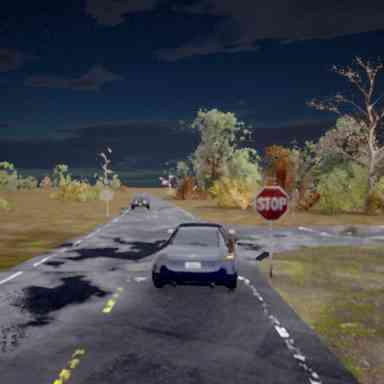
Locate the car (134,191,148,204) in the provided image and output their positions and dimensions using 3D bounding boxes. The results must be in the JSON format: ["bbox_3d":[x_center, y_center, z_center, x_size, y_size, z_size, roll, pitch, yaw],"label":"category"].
[{"bbox_3d":[-8.540,0.930,56.051,2.150,2.045,5.566,0,0,-8],"label":"car"}]

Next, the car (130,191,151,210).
[{"bbox_3d":[-6.042,1.019,39.228,2.150,2.045,5.566,0,0,-8],"label":"car"}]

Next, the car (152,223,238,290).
[{"bbox_3d":[0.226,1.518,9.084,1.994,1.385,4.181,0,0,6],"label":"car"}]
